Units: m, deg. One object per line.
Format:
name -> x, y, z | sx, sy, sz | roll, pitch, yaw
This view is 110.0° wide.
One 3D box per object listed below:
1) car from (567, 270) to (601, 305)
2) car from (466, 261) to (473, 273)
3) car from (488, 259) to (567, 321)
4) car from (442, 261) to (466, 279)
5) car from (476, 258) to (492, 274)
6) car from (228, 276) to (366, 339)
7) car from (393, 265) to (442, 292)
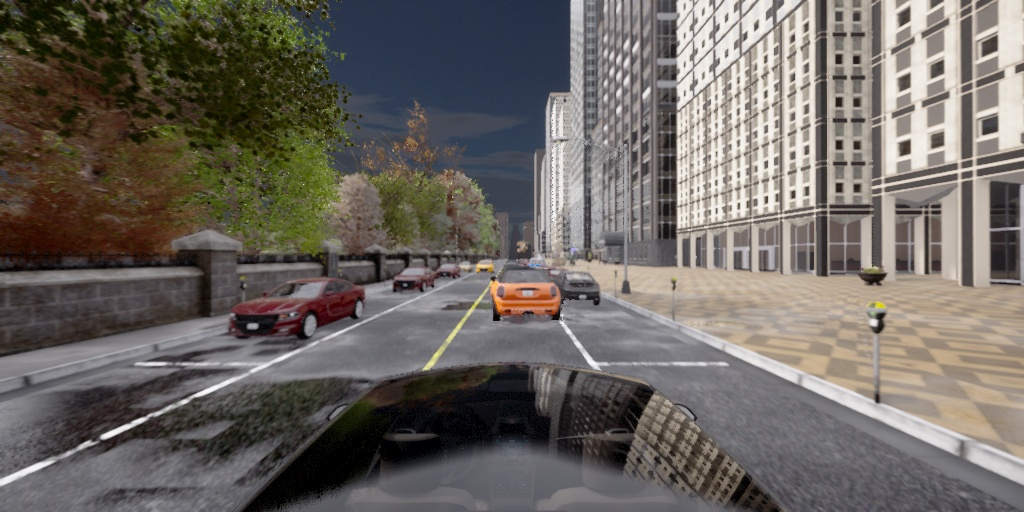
car -> 2.683, 1.311, 15.753 | 2.007, 1.370, 4.403 | 0, 0, 0
car -> -5.709, 1.321, 43.741 | 1.751, 1.417, 4.829 | 0, 0, 0
car -> 0.316, 1.110, 12.598 | 2.097, 1.767, 4.553 | 0, 0, -4
car -> -5.704, 1.324, 32.646 | 1.888, 1.381, 4.507 | 0, 0, 0
car -> -3.080, 1.269, 41.682 | 1.882, 1.535, 5.008 | 0, 0, 0
car -> -5.696, 1.302, 10.117 | 1.888, 1.381, 4.507 | 0, 0, 0
car -> -5.700, 1.311, 21.382 | 1.888, 1.381, 4.507 | 0, 0, 0
